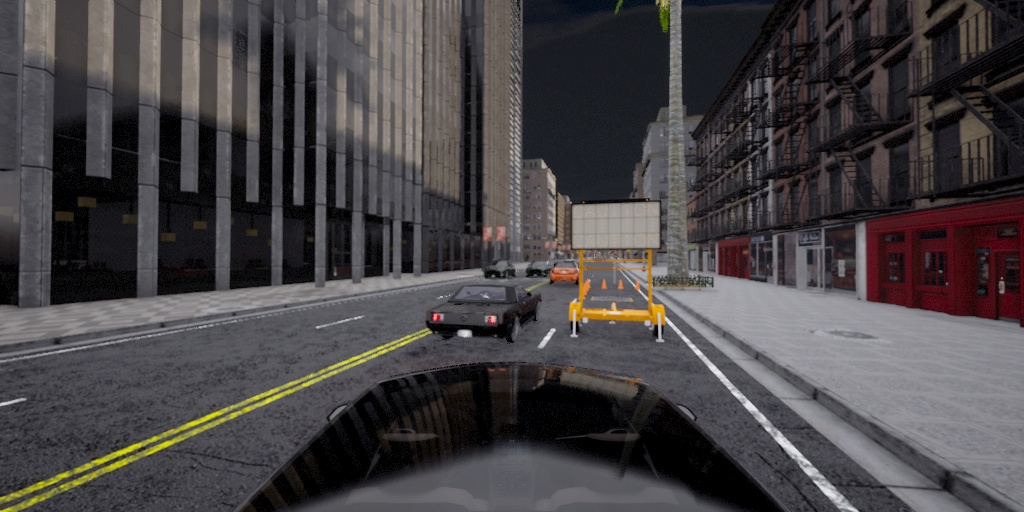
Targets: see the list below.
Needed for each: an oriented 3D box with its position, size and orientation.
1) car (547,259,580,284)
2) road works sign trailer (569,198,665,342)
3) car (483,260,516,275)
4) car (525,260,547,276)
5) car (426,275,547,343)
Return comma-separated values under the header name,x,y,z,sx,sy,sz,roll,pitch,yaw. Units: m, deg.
name,x,y,z,sx,sy,sz,roll,pitch,yaw
car,4.259,1.167,27.545,2.097,1.767,4.553,0,0,15
road works sign trailer,2.874,0.235,10.031,2.380,3.560,2.880,0,0,15
car,-1.081,1.186,33.548,2.097,1.767,4.553,0,0,15
car,2.692,1.185,35.096,2.097,1.767,4.553,0,0,15
car,-0.432,1.373,9.832,1.895,1.301,4.718,0,0,15
